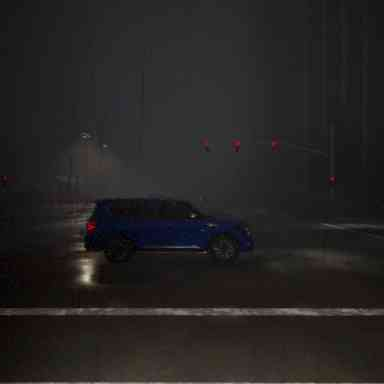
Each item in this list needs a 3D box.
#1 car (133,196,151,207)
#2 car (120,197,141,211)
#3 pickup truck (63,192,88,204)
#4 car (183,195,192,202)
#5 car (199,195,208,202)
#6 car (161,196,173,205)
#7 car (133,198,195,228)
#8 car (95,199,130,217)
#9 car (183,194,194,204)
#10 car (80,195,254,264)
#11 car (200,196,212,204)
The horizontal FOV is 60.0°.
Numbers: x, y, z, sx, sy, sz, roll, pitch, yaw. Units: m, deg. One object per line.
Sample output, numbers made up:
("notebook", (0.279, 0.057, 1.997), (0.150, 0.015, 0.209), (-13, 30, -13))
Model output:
("car", (-7.823, 1.491, 52.532), (2.128, 1.511, 4.902), (0, 0, -1))
("car", (-7.725, 1.478, 42.148), (1.882, 1.535, 5.008), (0, 0, -1))
("pickup truck", (-20.926, 1.059, 59.994), (2.390, 2.098, 6.274), (0, 0, 30))
("car", (-0.958, 1.478, 75.364), (1.882, 1.535, 5.008), (0, 0, -1))
("car", (2.545, 1.524, 75.160), (1.812, 1.442, 4.674), (0, 0, -1))
("car", (-4.367, 1.478, 58.865), (1.882, 1.535, 5.008), (0, 0, 0))
("car", (-1.837, 1.352, 23.339), (2.097, 1.767, 4.553), (0, 0, 29))
("car", (-7.704, 1.491, 32.845), (2.128, 1.511, 4.902), (0, 0, 2))
("car", (-0.758, 1.352, 65.361), (2.097, 1.767, 4.553), (0, 0, -1))
("car", (-0.760, 1.224, 11.335), (5.566, 2.045, 2.150), (0, 0, 0))
("car", (2.748, 1.491, 64.776), (2.128, 1.511, 4.902), (0, 0, -1))
